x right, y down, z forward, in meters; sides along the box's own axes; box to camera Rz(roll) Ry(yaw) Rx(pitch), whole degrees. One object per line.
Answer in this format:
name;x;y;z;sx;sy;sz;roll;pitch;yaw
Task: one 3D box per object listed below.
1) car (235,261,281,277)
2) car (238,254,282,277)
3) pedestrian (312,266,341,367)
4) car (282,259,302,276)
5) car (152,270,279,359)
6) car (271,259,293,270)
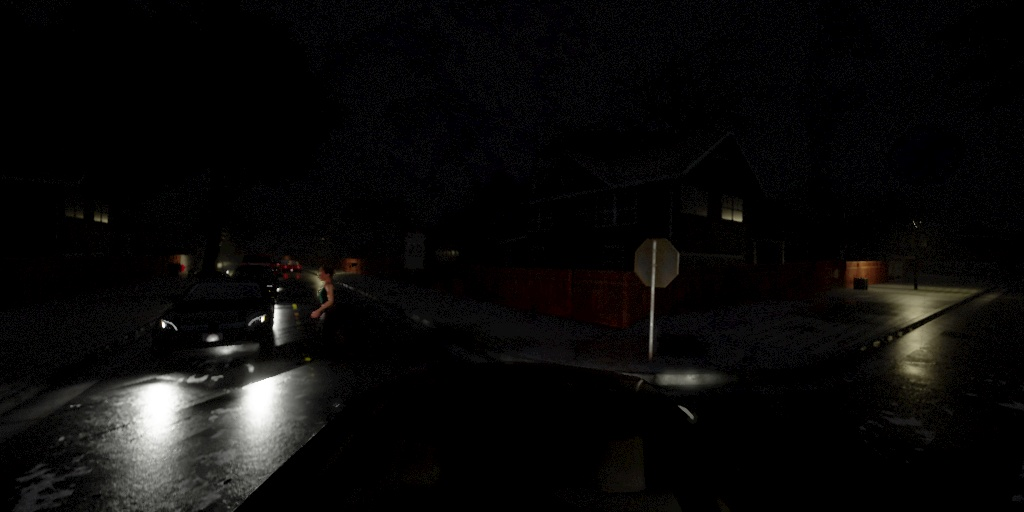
car;-12.141;1.183;16.873;1.837;1.490;4.892;2;-1;-33
car;-17.723;0.865;25.192;2.150;2.045;5.566;2;-1;-35
pedestrian;-3.312;1.045;6.451;0.375;1.860;0.375;1;0;-32
car;-25.154;1.240;40.606;1.895;1.301;4.718;2;-1;-37
car;-6.718;1.222;8.502;1.812;1.442;4.674;2;-1;-33
car;-31.224;1.122;48.609;2.033;1.411;5.357;2;-1;-38
